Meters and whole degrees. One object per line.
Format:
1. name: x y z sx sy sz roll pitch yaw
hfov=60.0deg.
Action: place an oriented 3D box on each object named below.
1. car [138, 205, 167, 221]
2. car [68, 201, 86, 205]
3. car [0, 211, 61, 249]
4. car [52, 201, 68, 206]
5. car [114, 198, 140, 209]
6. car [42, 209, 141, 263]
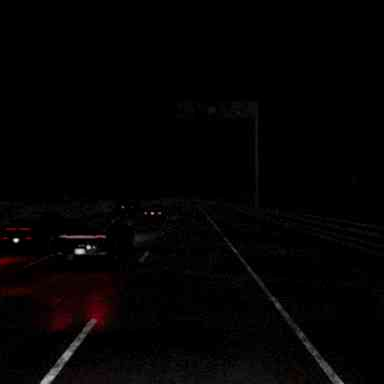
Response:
1. car: -3.406 1.937 31.300 2.033 1.411 5.357 0 -1 0
2. car: -21.021 2.444 62.391 1.837 1.490 4.892 0 -1 0
3. car: -6.905 1.673 15.509 1.837 1.490 4.892 0 -1 0
4. car: -24.518 2.442 62.312 1.837 1.490 4.892 0 -1 0
5. car: -6.906 1.676 35.919 2.150 2.045 5.566 0 -1 0
6. car: -3.407 1.621 12.540 2.128 1.511 4.902 0 -1 0
